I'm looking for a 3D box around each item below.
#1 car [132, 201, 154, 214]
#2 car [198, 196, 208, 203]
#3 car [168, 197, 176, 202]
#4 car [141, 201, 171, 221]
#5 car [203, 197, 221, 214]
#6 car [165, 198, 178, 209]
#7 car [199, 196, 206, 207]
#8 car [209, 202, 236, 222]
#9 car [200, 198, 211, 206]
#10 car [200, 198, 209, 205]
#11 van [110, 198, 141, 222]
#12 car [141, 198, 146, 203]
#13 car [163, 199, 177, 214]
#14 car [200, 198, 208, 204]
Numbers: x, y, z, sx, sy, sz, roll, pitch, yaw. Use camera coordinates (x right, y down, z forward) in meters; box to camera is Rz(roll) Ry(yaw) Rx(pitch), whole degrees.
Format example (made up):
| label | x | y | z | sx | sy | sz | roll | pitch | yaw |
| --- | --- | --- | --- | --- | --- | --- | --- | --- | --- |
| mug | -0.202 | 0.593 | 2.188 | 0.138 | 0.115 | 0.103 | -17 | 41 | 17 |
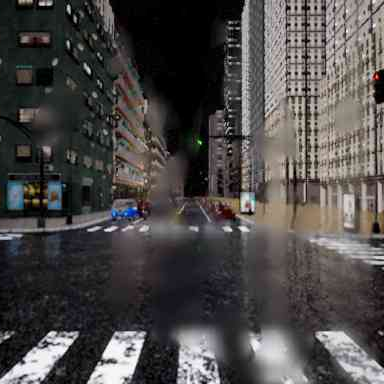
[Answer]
| label | x | y | z | sx | sy | sz | roll | pitch | yaw |
| --- | --- | --- | --- | --- | --- | --- | --- | --- | --- |
| car | -5.671 | 1.792 | 39.097 | 1.887 | 1.381 | 4.507 | 0 | 0 | 0 |
| car | 2.726 | 1.867 | 83.315 | 2.192 | 1.841 | 5.009 | 0 | 0 | 0 |
| car | -5.652 | 2.199 | 94.371 | 1.947 | 1.339 | 4.313 | 0 | 0 | 0 |
| car | -3.110 | 1.748 | 29.228 | 1.994 | 1.385 | 4.181 | 0 | 0 | -2 |
| car | 2.711 | 1.688 | 39.094 | 1.967 | 1.590 | 4.097 | 0 | 0 | 0 |
| car | -3.074 | 1.917 | 49.496 | 1.895 | 1.301 | 4.718 | 0 | 0 | 0 |
| car | 2.716 | 1.798 | 55.676 | 1.967 | 1.590 | 4.097 | 0 | 0 | 0 |
| car | 2.706 | 1.758 | 28.038 | 1.802 | 1.307 | 4.206 | 0 | 0 | 0 |
| car | 2.719 | 1.986 | 66.731 | 2.008 | 1.369 | 4.403 | 0 | 0 | 0 |
| car | 2.721 | 2.018 | 72.258 | 1.887 | 1.381 | 4.507 | 0 | 0 | 0 |
| van | -5.673 | 1.517 | 28.043 | 1.690 | 1.788 | 3.998 | 0 | 0 | 0 |
| car | -5.671 | 1.527 | 33.571 | 2.192 | 1.841 | 5.009 | 0 | 0 | 0 |
| car | -3.087 | 1.850 | 39.343 | 1.895 | 1.301 | 4.718 | 0 | 0 | 0 |
| car | 2.723 | 2.095 | 77.785 | 1.802 | 1.307 | 4.206 | 0 | 0 | 0 |
